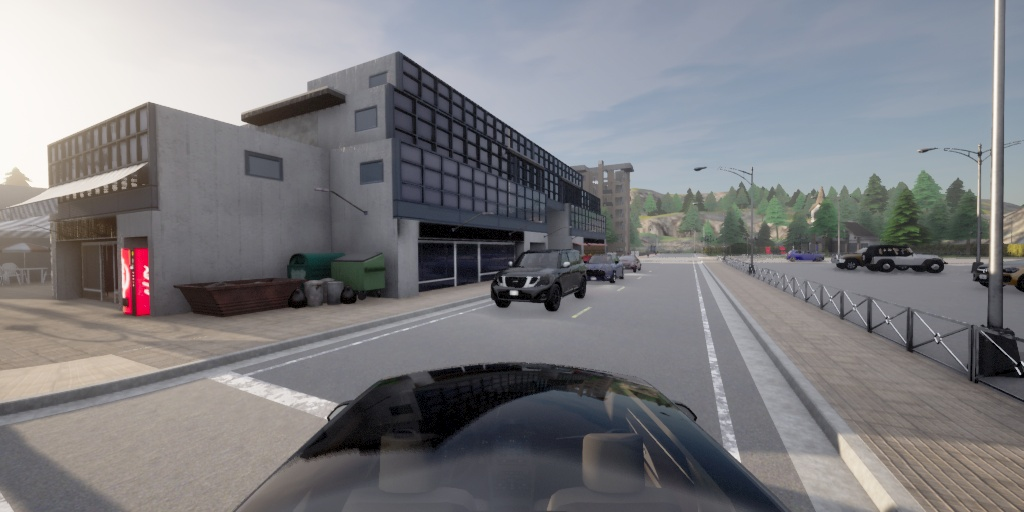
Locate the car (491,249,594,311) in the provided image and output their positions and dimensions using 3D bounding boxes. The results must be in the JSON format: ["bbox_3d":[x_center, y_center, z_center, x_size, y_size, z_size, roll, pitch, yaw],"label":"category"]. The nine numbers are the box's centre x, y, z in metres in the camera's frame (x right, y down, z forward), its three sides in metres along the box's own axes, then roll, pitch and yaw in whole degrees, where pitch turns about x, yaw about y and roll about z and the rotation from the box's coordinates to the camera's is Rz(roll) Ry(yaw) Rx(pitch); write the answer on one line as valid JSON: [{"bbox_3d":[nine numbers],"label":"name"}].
[{"bbox_3d":[1.291,0.757,13.780,2.150,2.045,5.566,0,1,26],"label":"car"}]

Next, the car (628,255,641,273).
[{"bbox_3d":[10.254,0.632,31.737,1.812,1.442,4.674,0,1,27],"label":"car"}]

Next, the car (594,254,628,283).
[{"bbox_3d":[5.682,0.677,22.582,2.097,1.767,4.553,0,1,27],"label":"car"}]
